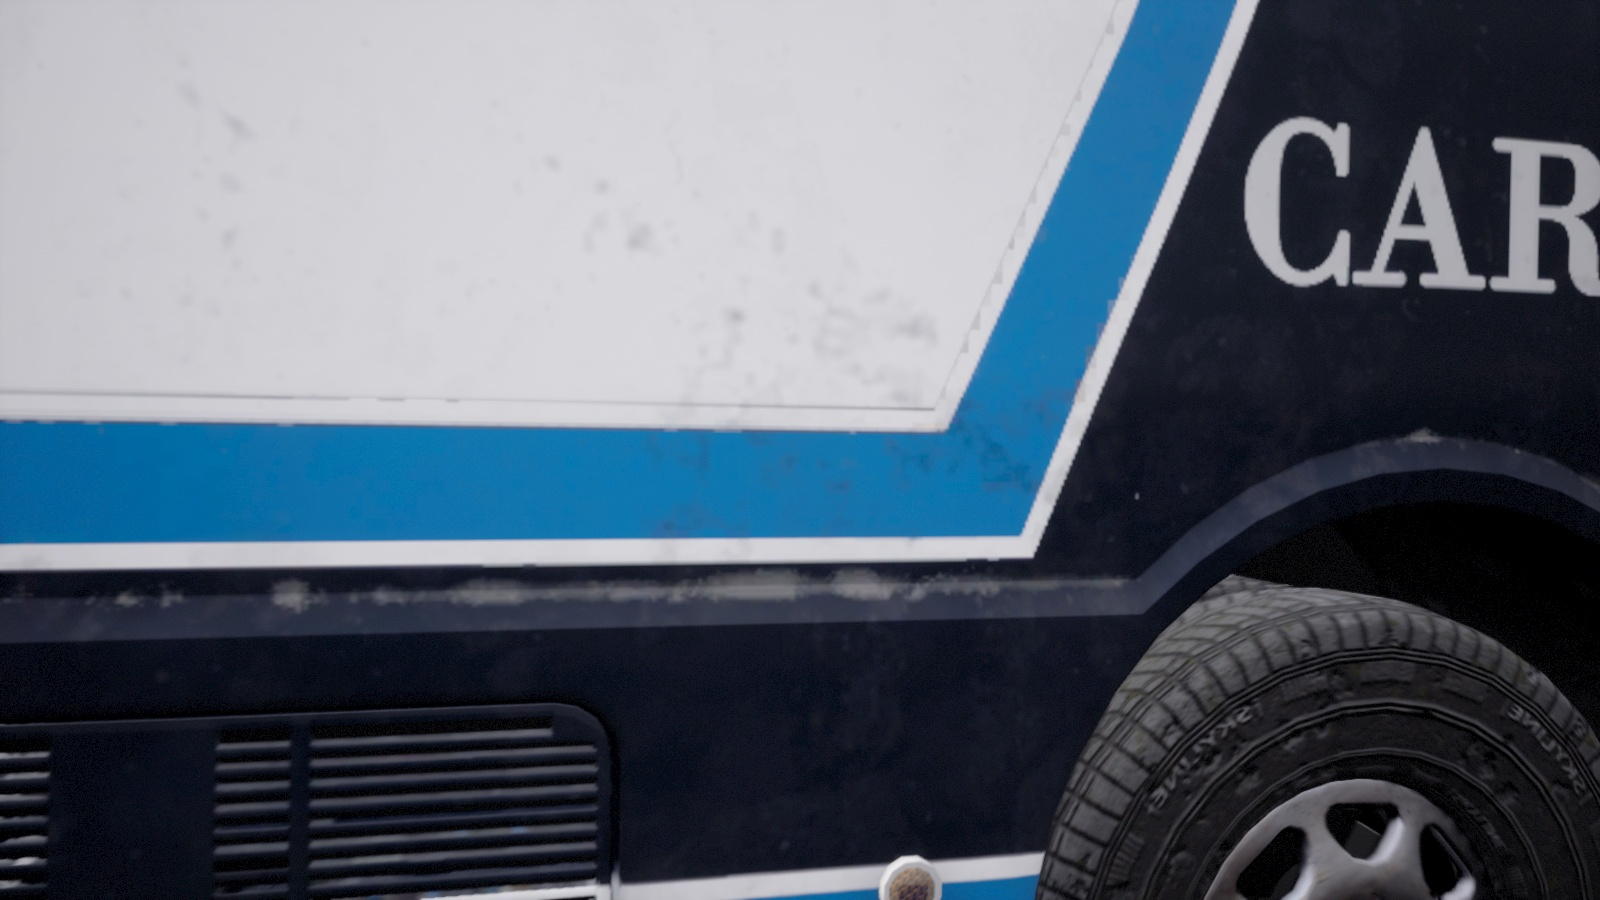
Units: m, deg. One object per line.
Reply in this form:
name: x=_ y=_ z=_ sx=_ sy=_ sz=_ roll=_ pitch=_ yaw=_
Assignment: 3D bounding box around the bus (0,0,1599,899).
bus: x=-1.938 y=-0.615 z=2.905 sx=10.273 sy=4.253 sz=3.944 roll=-1 pitch=1 yaw=-14
